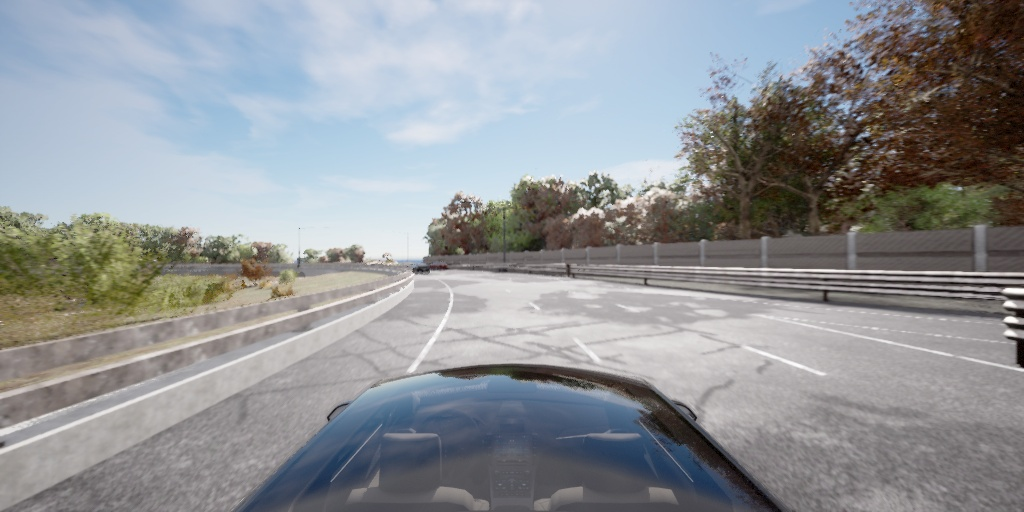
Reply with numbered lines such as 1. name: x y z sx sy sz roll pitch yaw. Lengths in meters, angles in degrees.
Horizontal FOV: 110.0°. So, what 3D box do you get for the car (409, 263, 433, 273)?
1. car: -14.017 1.817 54.432 1.882 1.535 5.008 0 -1 -30
